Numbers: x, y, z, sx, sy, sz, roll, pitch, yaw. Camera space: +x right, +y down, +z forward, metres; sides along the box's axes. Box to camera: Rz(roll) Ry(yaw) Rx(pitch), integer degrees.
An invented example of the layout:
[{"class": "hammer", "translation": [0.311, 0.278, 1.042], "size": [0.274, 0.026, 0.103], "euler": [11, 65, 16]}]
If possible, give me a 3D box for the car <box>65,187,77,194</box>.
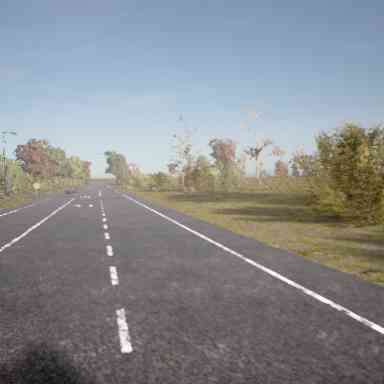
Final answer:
[{"class": "car", "translation": [-23.385, -0.324, 64.505], "size": [1.994, 1.385, 4.181], "euler": [-2, 2, -15]}]
